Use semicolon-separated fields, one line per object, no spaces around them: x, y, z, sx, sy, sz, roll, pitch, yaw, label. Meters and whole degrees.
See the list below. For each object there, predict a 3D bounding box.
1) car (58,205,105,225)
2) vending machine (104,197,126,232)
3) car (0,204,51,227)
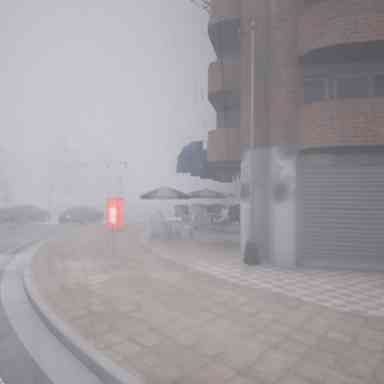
-8.425;1.722;25.717;1.994;1.385;4.181;0;-1;11;car
-4.748;1.338;20.560;1.100;2.100;0.880;0;0;5;vending machine
-12.261;1.621;24.186;1.837;1.490;4.892;0;-1;8;car
